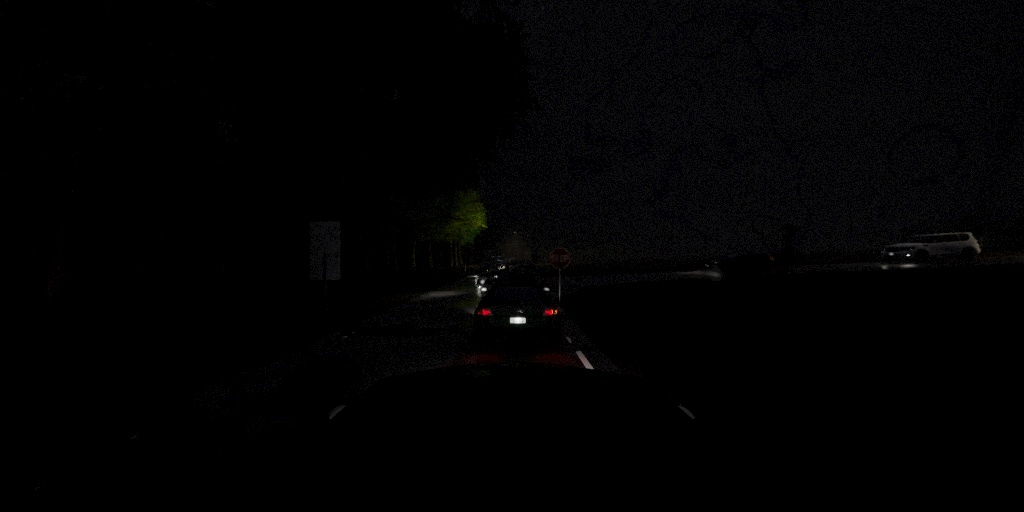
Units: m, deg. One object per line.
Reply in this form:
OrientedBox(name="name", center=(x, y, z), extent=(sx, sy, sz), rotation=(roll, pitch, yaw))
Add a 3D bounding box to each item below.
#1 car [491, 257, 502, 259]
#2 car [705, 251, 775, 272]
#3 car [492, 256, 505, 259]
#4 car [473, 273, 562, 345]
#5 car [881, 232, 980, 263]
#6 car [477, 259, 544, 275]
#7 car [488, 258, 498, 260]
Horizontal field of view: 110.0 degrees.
OrientedBox(name="car", center=(-2.734, 1.261, 49.396), extent=(1.882, 1.535, 5.008), rotation=(0, 0, 1))
OrientedBox(name="car", center=(16.954, 0.360, 26.778), extent=(4.674, 1.442, 1.812), rotation=(-3, 1, 1))
OrientedBox(name="car", center=(-2.672, 1.025, 60.107), extent=(2.150, 2.045, 5.566), rotation=(0, 0, 1))
OrientedBox(name="car", center=(0.092, 1.313, 9.496), extent=(1.994, 1.385, 4.181), rotation=(0, 0, -1))
OrientedBox(name="car", center=(30.940, -0.630, 26.603), extent=(5.566, 2.045, 2.150), rotation=(-3, 1, 1))
OrientedBox(name="car", center=(0.001, 1.159, 22.501), extent=(2.128, 1.511, 4.902), rotation=(-2, 0, 44))
OrientedBox(name="car", center=(-2.710, 1.274, 39.303), extent=(1.837, 1.490, 4.892), rotation=(0, 0, -1))
